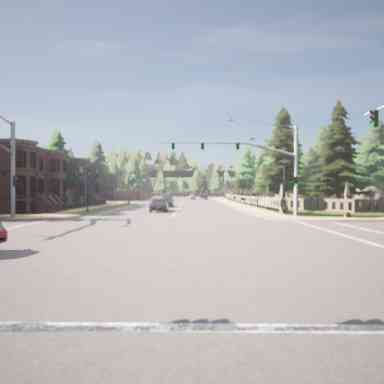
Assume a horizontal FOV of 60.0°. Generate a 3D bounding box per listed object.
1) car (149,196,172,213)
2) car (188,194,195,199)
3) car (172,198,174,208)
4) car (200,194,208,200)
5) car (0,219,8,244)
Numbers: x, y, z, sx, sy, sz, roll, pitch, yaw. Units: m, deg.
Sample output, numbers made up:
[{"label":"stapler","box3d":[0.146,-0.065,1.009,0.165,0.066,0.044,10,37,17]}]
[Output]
[{"label":"car","box3d":[-3.621,1.451,36.920,1.837,1.490,4.892,0,0,0]},{"label":"car","box3d":[-0.066,1.307,94.759,1.812,1.442,4.674,0,0,0]},{"label":"car","box3d":[-3.594,1.433,48.122,1.837,1.490,4.892,0,1,0]},{"label":"car","box3d":[3.434,1.283,94.762,1.837,1.490,4.892,0,0,0]},{"label":"car","box3d":[-9.627,1.221,11.774,5.566,2.045,2.150,0,0,0]}]
